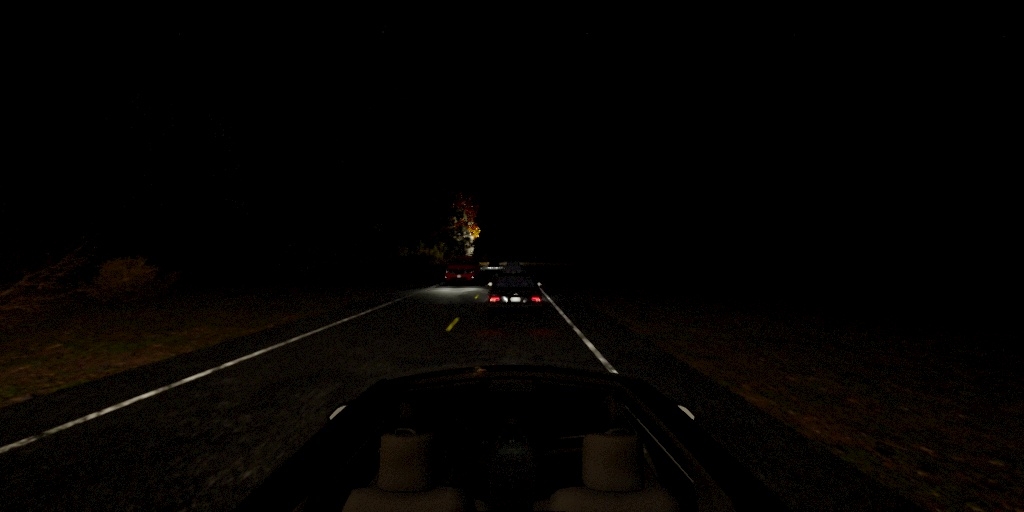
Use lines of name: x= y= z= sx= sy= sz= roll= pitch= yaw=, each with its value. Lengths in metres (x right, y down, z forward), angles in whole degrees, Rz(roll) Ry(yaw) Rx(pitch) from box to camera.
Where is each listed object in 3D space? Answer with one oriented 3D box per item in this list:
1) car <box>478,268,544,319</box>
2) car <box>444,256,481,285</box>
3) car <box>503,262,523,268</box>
car: x=0.105 y=1.316 z=12.943 sx=2.033 sy=1.411 sz=5.357 roll=0 pitch=0 yaw=0
car: x=-3.590 y=1.014 z=27.025 sx=2.150 sy=2.045 sz=5.566 roll=0 pitch=0 yaw=0
car: x=0.103 y=1.332 z=34.241 sx=1.812 sy=1.442 sz=4.674 roll=0 pitch=0 yaw=0
